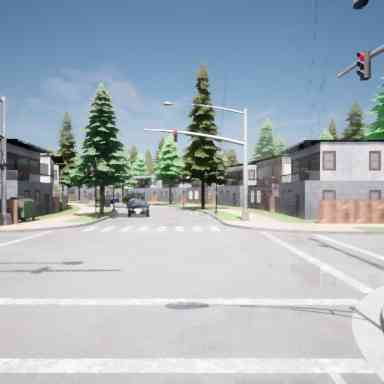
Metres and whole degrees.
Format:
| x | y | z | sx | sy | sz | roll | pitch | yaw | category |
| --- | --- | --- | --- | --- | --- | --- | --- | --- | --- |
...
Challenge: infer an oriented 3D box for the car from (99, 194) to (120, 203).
| x | y | z | sx | sy | sz | roll | pitch | yaw | category |
| --- | --- | --- | --- | --- | --- | --- | --- | --- | --- |
| -16.533 | 1.317 | 66.822 | 2.097 | 1.767 | 4.553 | 0 | 0 | -45 | car |

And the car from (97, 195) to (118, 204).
| x | y | z | sx | sy | sz | roll | pitch | yaw | category |
| --- | --- | --- | --- | --- | --- | --- | --- | --- | --- |
| -15.488 | 1.566 | 59.841 | 1.895 | 1.301 | 4.718 | 0 | 0 | -35 | car |

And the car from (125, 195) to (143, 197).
| x | y | z | sx | sy | sz | roll | pitch | yaw | category |
| --- | --- | --- | --- | --- | --- | --- | --- | --- | --- |
| -7.088 | 1.491 | 41.886 | 1.812 | 1.442 | 4.674 | 0 | 0 | -18 | car |

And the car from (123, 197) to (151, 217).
| x | y | z | sx | sy | sz | roll | pitch | yaw | category |
| --- | --- | --- | --- | --- | --- | --- | --- | --- | --- |
| -4.851 | 1.457 | 30.609 | 2.128 | 1.511 | 4.902 | 0 | 0 | -7 | car |

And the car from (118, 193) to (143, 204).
| x | y | z | sx | sy | sz | roll | pitch | yaw | category |
| --- | --- | --- | --- | --- | --- | --- | --- | --- | --- |
| -10.414 | 1.187 | 58.481 | 2.150 | 2.045 | 5.566 | 0 | 0 | -36 | car |
